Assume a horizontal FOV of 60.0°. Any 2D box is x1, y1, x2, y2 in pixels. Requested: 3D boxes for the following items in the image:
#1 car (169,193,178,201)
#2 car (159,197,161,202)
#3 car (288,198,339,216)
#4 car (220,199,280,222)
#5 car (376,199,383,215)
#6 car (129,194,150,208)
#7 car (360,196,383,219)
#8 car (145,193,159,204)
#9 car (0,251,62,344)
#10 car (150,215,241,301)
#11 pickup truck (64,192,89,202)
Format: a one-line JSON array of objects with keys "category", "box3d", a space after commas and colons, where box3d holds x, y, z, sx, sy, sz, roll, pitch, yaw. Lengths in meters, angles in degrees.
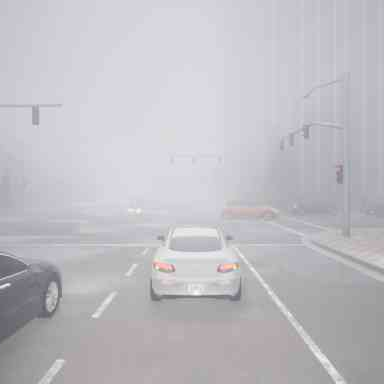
[{"category": "car", "box3d": [-4.747, 1.225, 85.462, 2.150, 2.045, 5.566, 0, 0, -1]}, {"category": "car", "box3d": [-8.117, 1.540, 76.099, 1.994, 1.385, 4.181, 0, 0, -1]}, {"category": "car", "box3d": [11.772, 1.352, 32.482, 4.553, 1.767, 2.097, 0, 0, 0]}, {"category": "car", "box3d": [4.519, 1.352, 25.916, 4.553, 1.767, 2.097, 0, 0, 14]}, {"category": "car", "box3d": [20.998, 1.478, 32.548, 5.008, 1.535, 1.882, 0, 0, 0]}, {"category": "car", "box3d": [-7.820, 1.491, 47.950, 2.128, 1.511, 4.902, 0, 0, -1]}, {"category": "car", "box3d": [17.711, 1.221, 29.026, 5.566, 2.045, 2.150, 0, 0, 0]}, {"category": "car", "box3d": [-7.983, 1.223, 61.789, 2.150, 2.045, 5.566, 0, 0, 0]}, {"category": "car", "box3d": [-3.436, 1.505, 4.538, 1.837, 1.490, 4.892, 0, 0, 0]}, {"category": "car", "box3d": [0.078, 1.526, 8.188, 1.812, 1.442, 4.674, 0, 0, 0]}, {"category": "pickup truck", "box3d": [-24.658, 1.058, 70.241, 2.390, 2.098, 6.274, 0, 0, 30]}]
